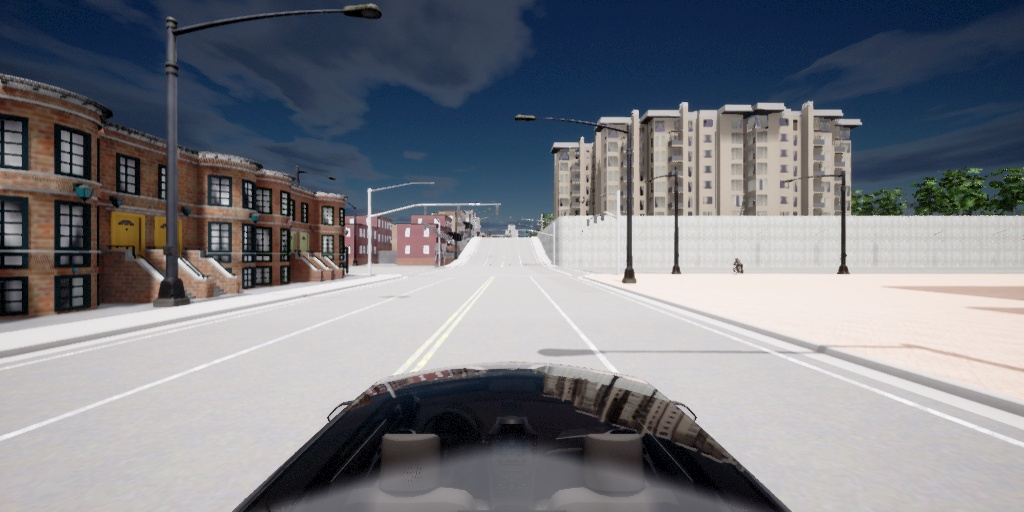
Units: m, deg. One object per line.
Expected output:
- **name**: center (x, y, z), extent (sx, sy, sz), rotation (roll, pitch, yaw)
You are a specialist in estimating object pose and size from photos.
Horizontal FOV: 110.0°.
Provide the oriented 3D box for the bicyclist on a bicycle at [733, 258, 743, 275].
- **bicyclist on a bicycle**: center (21.764, 1.026, 34.561), extent (0.582, 1.620, 1.656), rotation (0, 0, 0)
